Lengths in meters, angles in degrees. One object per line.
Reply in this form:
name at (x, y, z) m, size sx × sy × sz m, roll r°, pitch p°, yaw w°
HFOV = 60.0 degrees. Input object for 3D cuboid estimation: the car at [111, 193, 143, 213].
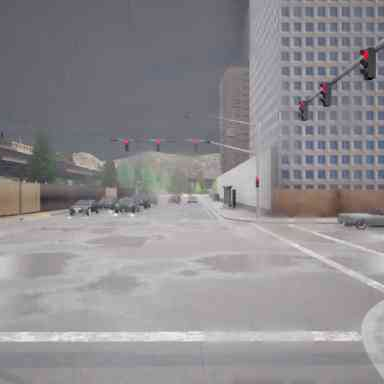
car at (-7.093, 1.352, 36.739) m, size 2.097 × 1.767 × 4.553 m, roll 0°, pitch 0°, yaw 0°

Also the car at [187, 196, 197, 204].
car at (0.086, 1.601, 64.563) m, size 1.895 × 1.301 × 4.718 m, roll 0°, pitch 0°, yaw 0°

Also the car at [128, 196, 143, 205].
car at (-10.568, 1.478, 62.100) m, size 1.882 × 1.535 × 5.008 m, roll 0°, pitch 0°, yaw 0°

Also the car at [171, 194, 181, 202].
car at (-3.511, 1.305, 74.425) m, size 1.882 × 1.535 × 5.008 m, roll 0°, pitch 0°, yaw 0°

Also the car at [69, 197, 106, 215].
car at (-10.608, 1.492, 33.191) m, size 2.128 × 1.511 × 4.902 m, roll 0°, pitch 0°, yaw 1°

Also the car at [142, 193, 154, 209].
car at (-7.091, 1.221, 46.175) m, size 2.150 × 2.045 × 5.566 m, roll 0°, pitch 0°, yaw 0°

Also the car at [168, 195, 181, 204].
car at (-3.510, 1.601, 64.232) m, size 1.895 × 1.301 × 4.718 m, roll 0°, pitch 0°, yaw 0°

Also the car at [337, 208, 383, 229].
car at (11.850, 1.656, 21.142) m, size 4.718 × 1.301 × 1.895 m, roll 0°, pitch 0°, yaw 0°

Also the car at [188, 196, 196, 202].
car at (-0.010, 1.595, 74.805) m, size 1.895 × 1.301 × 4.718 m, roll 0°, pitch 0°, yaw 0°

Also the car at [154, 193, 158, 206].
car at (-7.073, 1.221, 56.904) m, size 2.150 × 2.045 × 5.566 m, roll 0°, pitch 0°, yaw 0°

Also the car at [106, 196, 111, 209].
car at (-10.598, 1.352, 42.087) m, size 2.097 × 1.767 × 4.553 m, roll 0°, pitch 0°, yaw 0°

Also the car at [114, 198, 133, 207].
car at (-10.595, 1.601, 51.881) m, size 1.895 × 1.301 × 4.718 m, roll 0°, pitch 0°, yaw 0°
